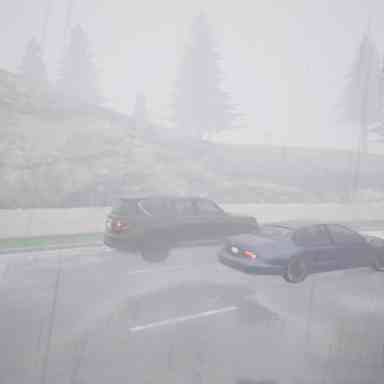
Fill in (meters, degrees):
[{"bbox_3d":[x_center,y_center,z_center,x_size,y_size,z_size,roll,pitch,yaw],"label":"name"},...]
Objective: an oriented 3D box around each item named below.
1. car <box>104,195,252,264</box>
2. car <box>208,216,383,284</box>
[{"bbox_3d":[-0.187,1.122,11.567,5.566,2.045,2.150,0,0,-27],"label":"car"},{"bbox_3d":[3.361,1.483,9.226,5.357,1.411,2.033,0,0,-24],"label":"car"}]
